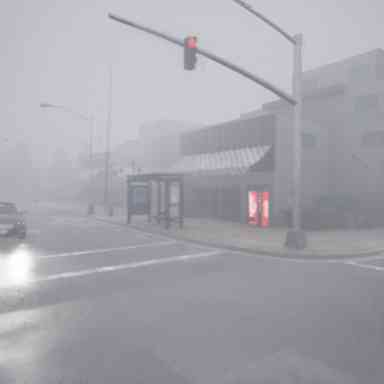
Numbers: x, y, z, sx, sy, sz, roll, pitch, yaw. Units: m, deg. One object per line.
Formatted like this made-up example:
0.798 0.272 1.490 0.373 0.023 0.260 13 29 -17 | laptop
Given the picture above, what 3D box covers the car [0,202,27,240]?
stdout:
-8.497 1.198 14.483 2.128 1.511 4.902 0 1 -35 | car
